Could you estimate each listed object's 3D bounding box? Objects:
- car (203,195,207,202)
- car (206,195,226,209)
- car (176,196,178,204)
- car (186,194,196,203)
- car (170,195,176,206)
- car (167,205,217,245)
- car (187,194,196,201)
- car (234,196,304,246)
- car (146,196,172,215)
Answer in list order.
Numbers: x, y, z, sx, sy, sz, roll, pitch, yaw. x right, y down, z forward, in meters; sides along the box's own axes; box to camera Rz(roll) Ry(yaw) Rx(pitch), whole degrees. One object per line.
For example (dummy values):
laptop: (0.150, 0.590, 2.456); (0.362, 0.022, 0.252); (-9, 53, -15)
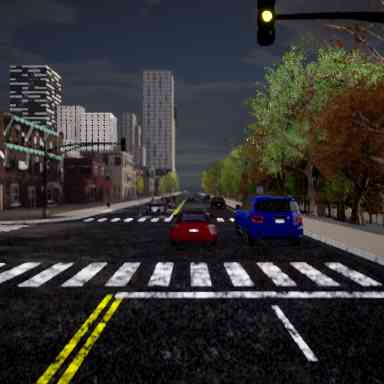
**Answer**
car: (3.123, 1.340, 67.356); (1.837, 1.490, 4.892); (0, 1, 0)
car: (3.249, 1.374, 42.885); (1.882, 1.535, 5.008); (0, 0, 0)
car: (-3.433, 1.359, 59.712); (1.837, 1.490, 4.892); (0, 0, 0)
car: (-0.154, 1.391, 63.780); (2.033, 1.411, 5.357); (0, 0, 0)
car: (-3.438, 1.398, 43.793); (1.837, 1.490, 4.892); (0, 0, 0)
car: (0.062, 1.528, 15.442); (1.994, 1.385, 4.181); (0, 0, 0)
car: (-0.178, 1.201, 74.199); (1.994, 1.385, 4.181); (0, 0, 0)
car: (3.310, 1.188, 15.245); (2.150, 2.045, 5.566); (0, 0, 0)
car: (-3.422, 1.413, 32.991); (2.128, 1.511, 4.902); (0, 0, 0)
